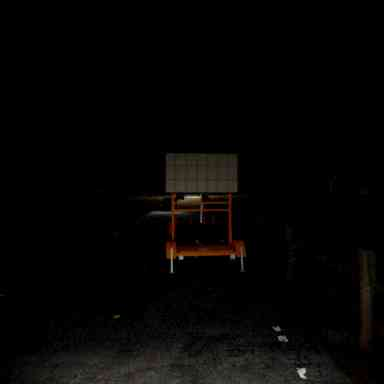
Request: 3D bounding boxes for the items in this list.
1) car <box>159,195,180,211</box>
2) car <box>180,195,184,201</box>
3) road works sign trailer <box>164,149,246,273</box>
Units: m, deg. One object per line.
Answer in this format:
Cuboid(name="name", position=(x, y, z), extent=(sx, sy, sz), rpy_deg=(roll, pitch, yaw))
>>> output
Cuboid(name="car", position=(-2.782, 1.422, 39.632), extent=(1.882, 1.535, 5.008), rpy_deg=(0, 0, 0))
Cuboid(name="car", position=(-2.631, 1.229, 71.720), extent=(1.895, 1.301, 4.718), rpy_deg=(0, 1, 0))
Cuboid(name="road works sign trailer", position=(0.291, 0.456, 10.682), extent=(2.380, 3.560, 2.880), rpy_deg=(0, 0, -6))
